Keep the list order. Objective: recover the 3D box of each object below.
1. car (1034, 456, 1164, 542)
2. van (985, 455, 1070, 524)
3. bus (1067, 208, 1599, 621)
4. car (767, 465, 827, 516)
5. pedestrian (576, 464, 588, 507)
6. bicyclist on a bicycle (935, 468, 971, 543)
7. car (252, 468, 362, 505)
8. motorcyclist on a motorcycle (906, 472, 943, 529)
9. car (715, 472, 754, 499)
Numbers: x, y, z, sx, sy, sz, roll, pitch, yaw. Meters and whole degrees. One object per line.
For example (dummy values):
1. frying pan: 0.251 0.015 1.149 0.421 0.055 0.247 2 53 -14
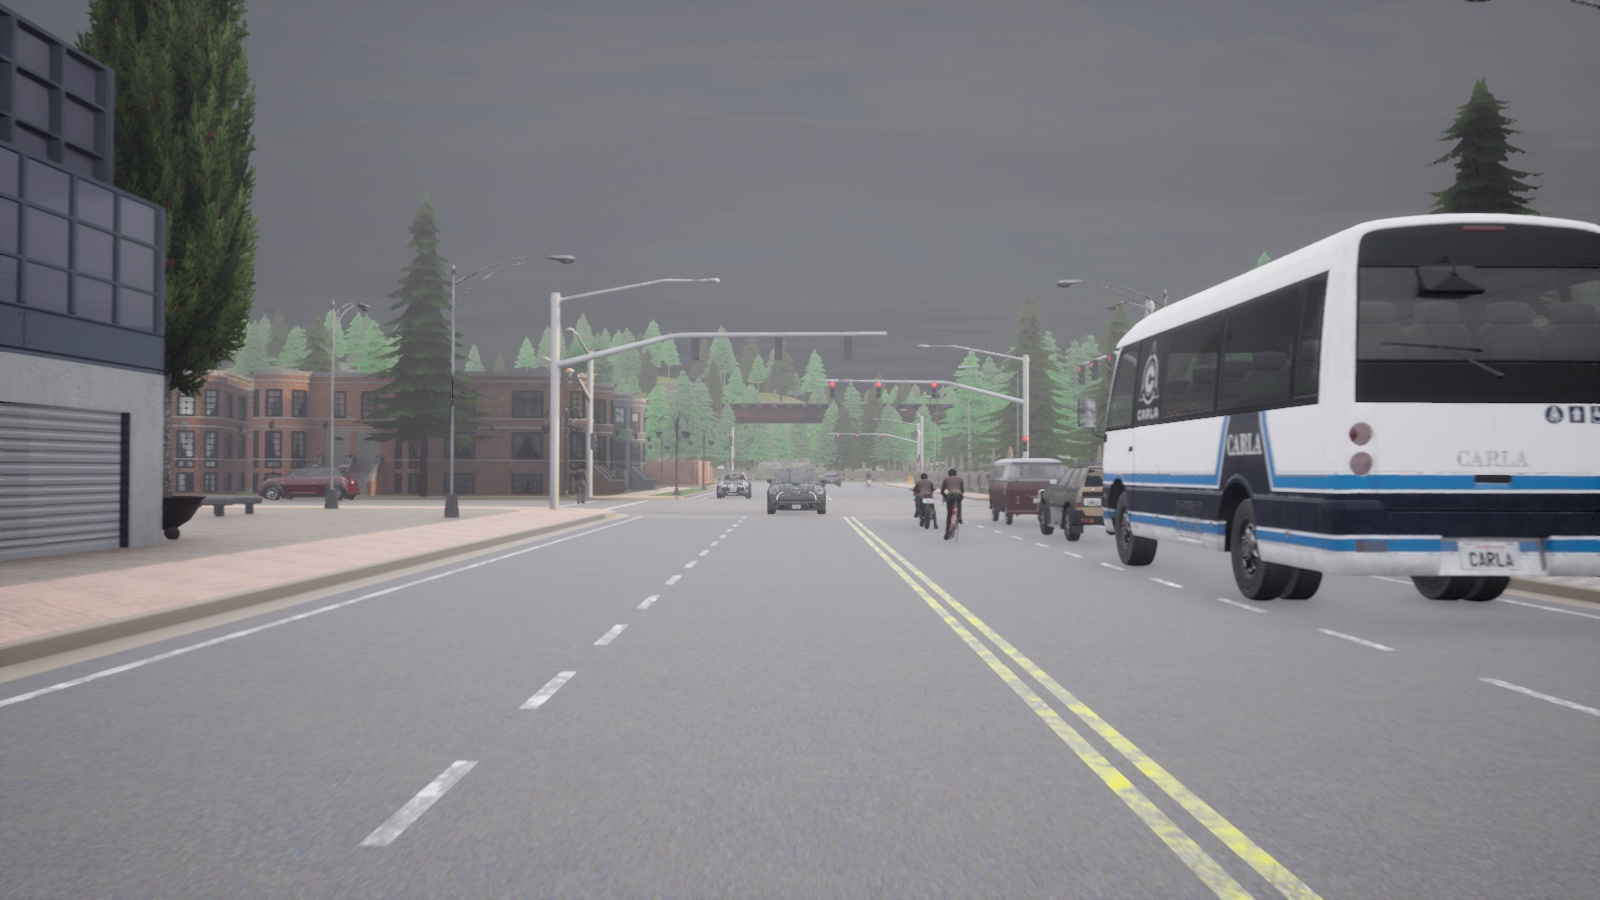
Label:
1. car: 6.927 1.099 29.606 1.932 1.855 4.605 0 -1 0
2. van: 6.905 1.184 38.499 1.775 1.987 4.442 0 -1 0
3. bus: 6.950 -0.286 18.113 3.944 4.253 10.273 0 -1 0
4. car: -0.113 1.445 46.095 2.097 1.767 4.553 0 -1 0
5. pedestrian: -9.913 1.601 57.161 0.402 1.930 0.666 0 -1 2
6. bicyclist on a bicycle: 3.431 1.226 28.214 0.582 1.620 1.656 0 -1 0
7. car: -24.225 1.805 61.816 4.553 1.767 2.097 0 -1 -1
8. motorcyclist on a motorcycle: 3.416 1.360 34.486 0.797 1.523 2.044 0 -1 0
9. car: -3.673 1.982 70.923 1.970 1.475 3.806 0 -1 0
